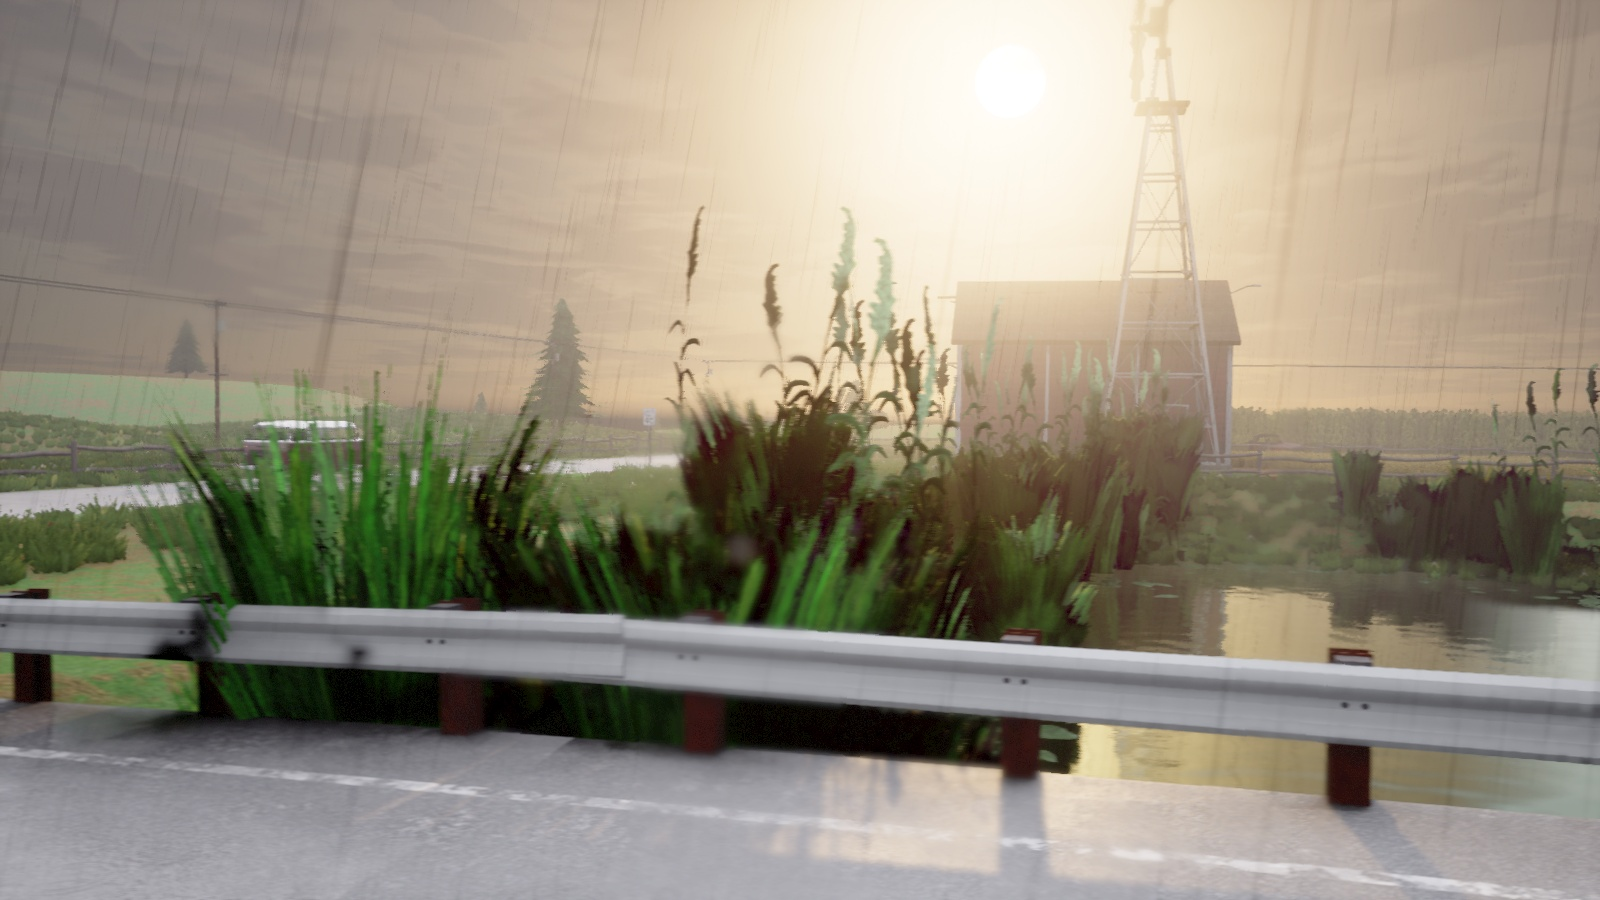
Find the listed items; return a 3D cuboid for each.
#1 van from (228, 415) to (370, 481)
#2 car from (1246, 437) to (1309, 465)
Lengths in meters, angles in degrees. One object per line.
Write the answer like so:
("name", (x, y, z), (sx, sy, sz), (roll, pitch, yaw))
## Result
("van", (-16.717, -0.107, 42.135), (2.069, 2.038, 4.480), (2, 1, 16))
("car", (34.329, 0.038, 90.345), (3.866, 1.878, 1.905), (2, 1, 11))
